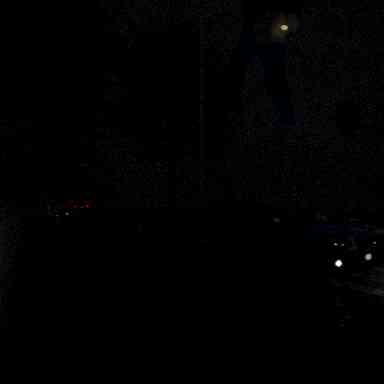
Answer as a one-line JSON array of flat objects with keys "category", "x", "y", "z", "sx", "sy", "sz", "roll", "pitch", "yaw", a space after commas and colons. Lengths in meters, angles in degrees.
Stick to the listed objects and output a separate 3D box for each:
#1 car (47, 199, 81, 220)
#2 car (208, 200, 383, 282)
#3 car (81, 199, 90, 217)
[{"category": "car", "x": -13.328, "y": 1.786, "z": 33.611, "sx": 2.150, "sy": 2.045, "sz": 5.566, "roll": 0, "pitch": -1, "yaw": -35}, {"category": "car", "x": 2.774, "y": 1.285, "z": 10.473, "sx": 2.150, "sy": 2.045, "sz": 5.566, "roll": 0, "pitch": -1, "yaw": -35}, {"category": "car", "x": -13.977, "y": 1.879, "z": 39.678, "sx": 2.150, "sy": 2.045, "sz": 5.566, "roll": 0, "pitch": -2, "yaw": -35}]
